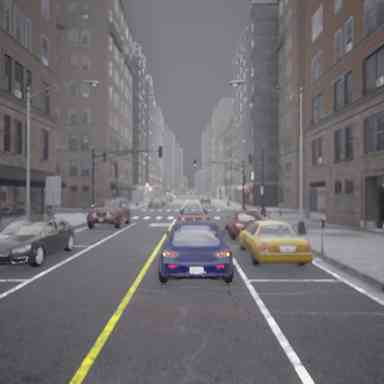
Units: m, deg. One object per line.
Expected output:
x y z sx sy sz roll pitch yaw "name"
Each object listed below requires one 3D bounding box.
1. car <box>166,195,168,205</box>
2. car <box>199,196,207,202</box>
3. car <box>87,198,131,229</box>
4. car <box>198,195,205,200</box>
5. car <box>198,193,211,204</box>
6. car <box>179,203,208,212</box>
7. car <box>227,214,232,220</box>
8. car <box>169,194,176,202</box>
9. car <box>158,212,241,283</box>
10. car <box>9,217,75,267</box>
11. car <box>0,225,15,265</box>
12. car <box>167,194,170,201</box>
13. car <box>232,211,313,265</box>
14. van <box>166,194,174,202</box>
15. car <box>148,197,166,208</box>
-5.371 1.579 54.079 1.887 1.381 4.507 0 0 0 "car"
2.662 1.586 81.340 1.887 1.381 4.507 0 0 0 "car"
-5.381 1.331 22.161 2.192 1.841 5.009 0 0 0 "car"
2.666 1.569 92.418 1.752 1.417 4.829 0 0 0 "car"
2.657 1.479 64.977 1.967 1.590 4.097 0 0 0 "car"
0.107 1.616 21.277 1.895 1.301 4.718 0 0 0 "car"
2.642 1.595 16.737 1.802 1.307 4.206 0 0 0 "car"
-5.364 1.606 75.894 1.947 1.339 4.313 0 0 0 "car"
0.099 1.534 9.533 1.812 1.442 4.674 0 0 0 "car"
-5.385 1.560 11.336 2.008 1.369 4.403 0 0 0 "car"
-5.386 1.556 5.923 2.008 1.369 4.403 0 0 0 "car"
-5.370 1.562 59.362 1.752 1.417 4.829 0 0 0 "car"
2.641 1.535 11.494 1.752 1.417 4.829 0 0 0 "car"
-5.362 1.382 81.348 1.690 1.788 3.998 0 0 0 "van"
-5.373 1.583 48.624 2.008 1.369 4.403 0 0 0 "car"
